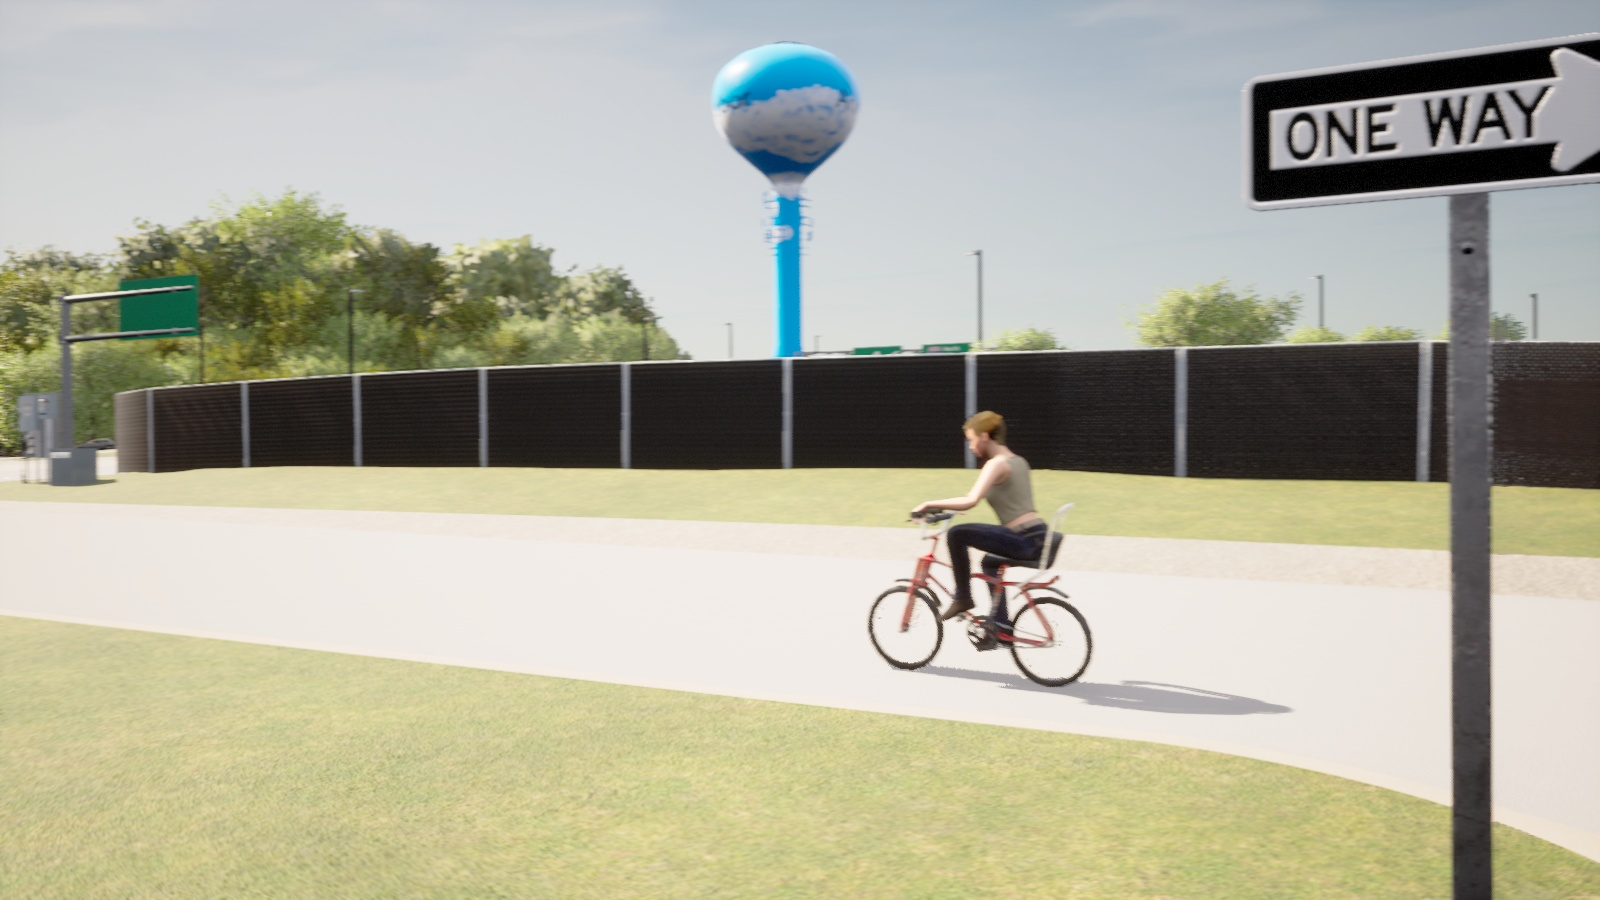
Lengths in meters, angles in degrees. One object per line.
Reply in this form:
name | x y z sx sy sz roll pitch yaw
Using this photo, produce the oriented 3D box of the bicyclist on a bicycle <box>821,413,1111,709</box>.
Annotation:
bicyclist on a bicycle | 0.998 0.585 7.608 1.509 1.612 0.866 1 2 34
